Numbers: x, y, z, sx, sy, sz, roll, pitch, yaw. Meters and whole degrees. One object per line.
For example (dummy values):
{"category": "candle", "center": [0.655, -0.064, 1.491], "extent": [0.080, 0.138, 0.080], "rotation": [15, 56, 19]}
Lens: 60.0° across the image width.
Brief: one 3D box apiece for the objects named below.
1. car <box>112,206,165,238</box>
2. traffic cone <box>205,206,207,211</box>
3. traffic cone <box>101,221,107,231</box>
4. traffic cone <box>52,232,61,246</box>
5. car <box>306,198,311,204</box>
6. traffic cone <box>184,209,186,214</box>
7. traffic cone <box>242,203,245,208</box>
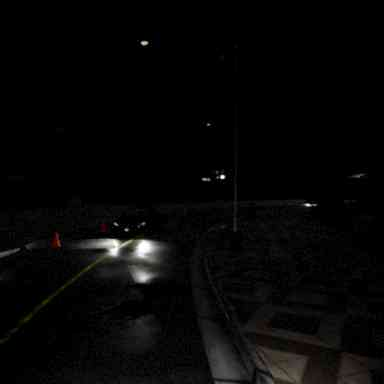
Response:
{"category": "car", "center": [-2.726, 1.515, 18.015], "extent": [1.812, 1.442, 4.674], "rotation": [0, 0, 9]}
{"category": "traffic cone", "center": [1.580, 1.938, 38.719], "extent": [0.340, 0.580, 0.340], "rotation": [0, 0, 28]}
{"category": "traffic cone", "center": [-5.050, 1.936, 18.978], "extent": [0.340, 0.580, 0.340], "rotation": [0, 0, 9]}
{"category": "traffic cone", "center": [-5.618, 1.938, 13.778], "extent": [0.340, 0.580, 0.340], "rotation": [0, 0, 4]}
{"category": "car", "center": [22.154, 1.499, 59.935], "extent": [1.994, 1.385, 4.181], "rotation": [1, 0, 41]}
{"category": "traffic cone", "center": [-0.709, 1.940, 34.018], "extent": [0.340, 0.580, 0.340], "rotation": [0, 0, 23]}
{"category": "traffic cone", "center": [7.325, 1.917, 47.450], "extent": [0.340, 0.580, 0.340], "rotation": [0, 0, 38]}
